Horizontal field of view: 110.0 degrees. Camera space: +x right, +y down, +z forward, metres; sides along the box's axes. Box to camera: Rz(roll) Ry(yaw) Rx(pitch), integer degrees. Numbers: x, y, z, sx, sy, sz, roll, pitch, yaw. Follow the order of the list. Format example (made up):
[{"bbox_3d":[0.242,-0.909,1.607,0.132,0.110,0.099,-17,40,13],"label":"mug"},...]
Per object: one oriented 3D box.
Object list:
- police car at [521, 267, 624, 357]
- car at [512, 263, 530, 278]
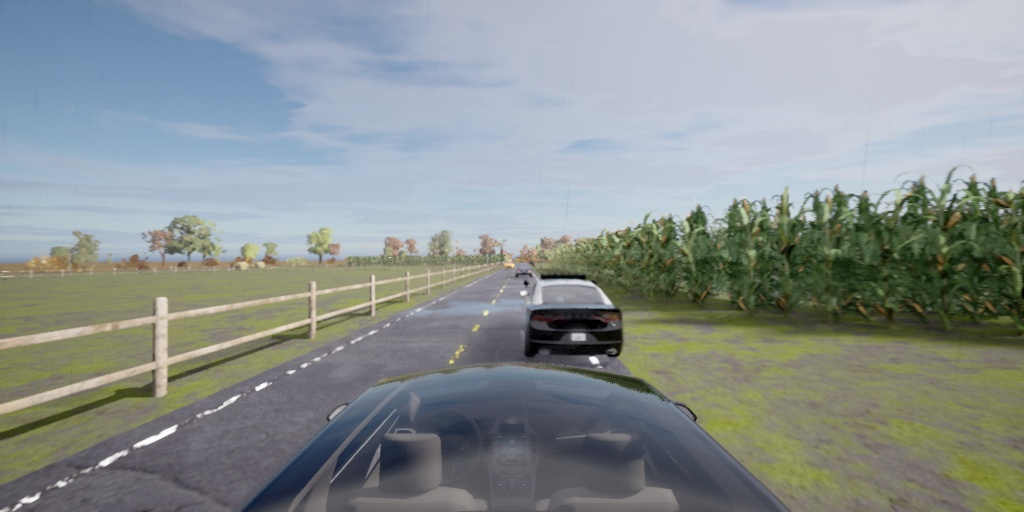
[{"bbox_3d":[1.243,1.236,8.841,1.930,1.638,5.238,0,-1,2],"label":"police car"},{"bbox_3d":[1.326,1.651,39.695,2.033,1.411,5.357,0,-1,2],"label":"car"}]
